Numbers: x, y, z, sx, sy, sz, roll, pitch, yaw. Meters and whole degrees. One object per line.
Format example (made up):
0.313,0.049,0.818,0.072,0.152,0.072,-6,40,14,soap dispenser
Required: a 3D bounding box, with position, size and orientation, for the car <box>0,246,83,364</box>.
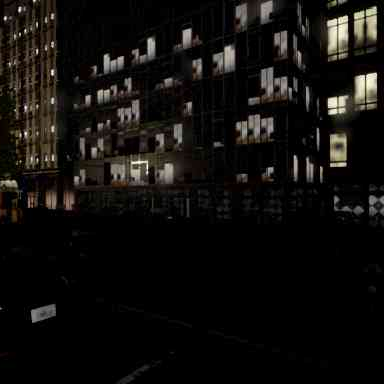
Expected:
-3.566,1.566,5.414,4.313,1.339,1.947,0,0,35,car
